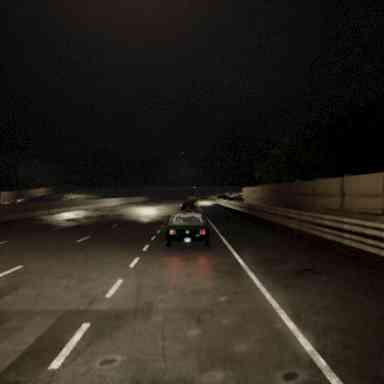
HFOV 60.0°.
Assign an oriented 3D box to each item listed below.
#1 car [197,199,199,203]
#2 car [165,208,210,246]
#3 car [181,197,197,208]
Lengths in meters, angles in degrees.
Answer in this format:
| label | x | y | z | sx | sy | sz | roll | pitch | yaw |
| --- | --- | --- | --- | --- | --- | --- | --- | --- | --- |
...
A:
| label | x | y | z | sx | sy | sz | roll | pitch | yaw |
| --- | --- | --- | --- | --- | --- | --- | --- | --- | --- |
| car | 0.261 | 1.762 | 71.858 | 1.882 | 1.535 | 5.008 | 0 | 1 | 12 |
| car | -0.210 | 1.681 | 15.776 | 1.895 | 1.301 | 4.718 | 0 | 0 | -1 |
| car | -0.543 | 1.788 | 46.478 | 1.812 | 1.442 | 4.674 | 0 | 0 | 0 |
